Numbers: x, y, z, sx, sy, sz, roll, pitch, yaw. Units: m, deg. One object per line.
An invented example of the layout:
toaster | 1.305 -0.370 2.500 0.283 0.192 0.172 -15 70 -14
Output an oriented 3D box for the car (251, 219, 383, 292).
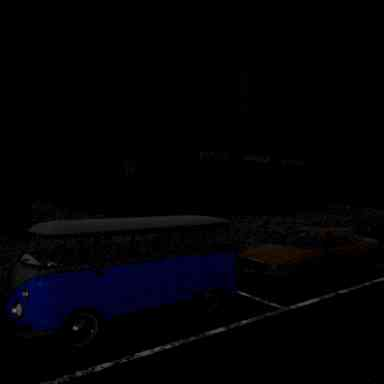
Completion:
car | 3.253 1.526 8.953 4.829 1.417 1.752 0 0 -35

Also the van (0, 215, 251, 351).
van | -1.042 1.341 5.903 3.998 1.788 1.690 0 0 -35
